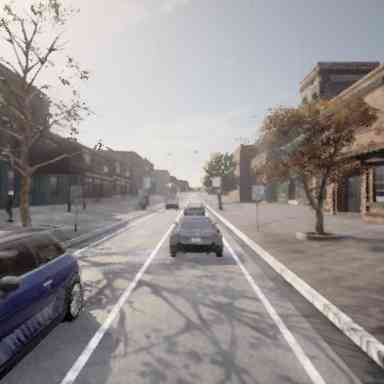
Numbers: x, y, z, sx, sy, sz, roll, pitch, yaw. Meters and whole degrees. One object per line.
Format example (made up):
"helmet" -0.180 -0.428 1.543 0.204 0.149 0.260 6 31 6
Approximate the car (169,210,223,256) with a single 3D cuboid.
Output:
"car" 0.156 1.655 13.582 1.994 1.385 4.181 0 0 0

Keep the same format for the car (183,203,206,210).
"car" 0.225 1.702 29.625 2.128 1.511 4.902 0 0 0

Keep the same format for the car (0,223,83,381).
"car" -3.085 1.374 4.288 2.097 1.767 4.553 0 0 0

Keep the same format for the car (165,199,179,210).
"car" -2.868 1.819 48.654 1.882 1.535 5.008 0 -1 1
